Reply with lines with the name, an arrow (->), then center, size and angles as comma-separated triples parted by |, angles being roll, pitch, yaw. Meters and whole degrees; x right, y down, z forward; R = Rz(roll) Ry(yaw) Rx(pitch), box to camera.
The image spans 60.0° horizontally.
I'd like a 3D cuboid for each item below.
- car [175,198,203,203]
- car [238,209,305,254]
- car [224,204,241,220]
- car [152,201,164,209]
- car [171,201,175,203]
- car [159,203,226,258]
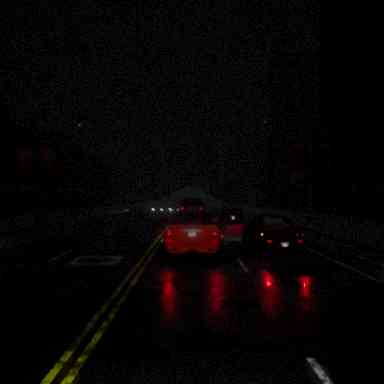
car -> 0.007, 1.497, 27.594 | 2.150, 2.045, 5.566 | 0, 0, 0
car -> 3.274, 1.657, 13.925 | 1.812, 1.442, 4.674 | 0, 0, 1
car -> 3.269, 1.791, 28.544 | 1.837, 1.490, 4.892 | 0, 0, 0
car -> -6.528, 2.500, 64.567 | 1.882, 1.535, 5.008 | 0, -1, 1
car -> -3.278, 2.525, 64.574 | 1.837, 1.490, 4.892 | 0, -1, 1
car -> 0.020, 1.478, 13.430 | 2.097, 1.767, 4.553 | 0, -1, 0
